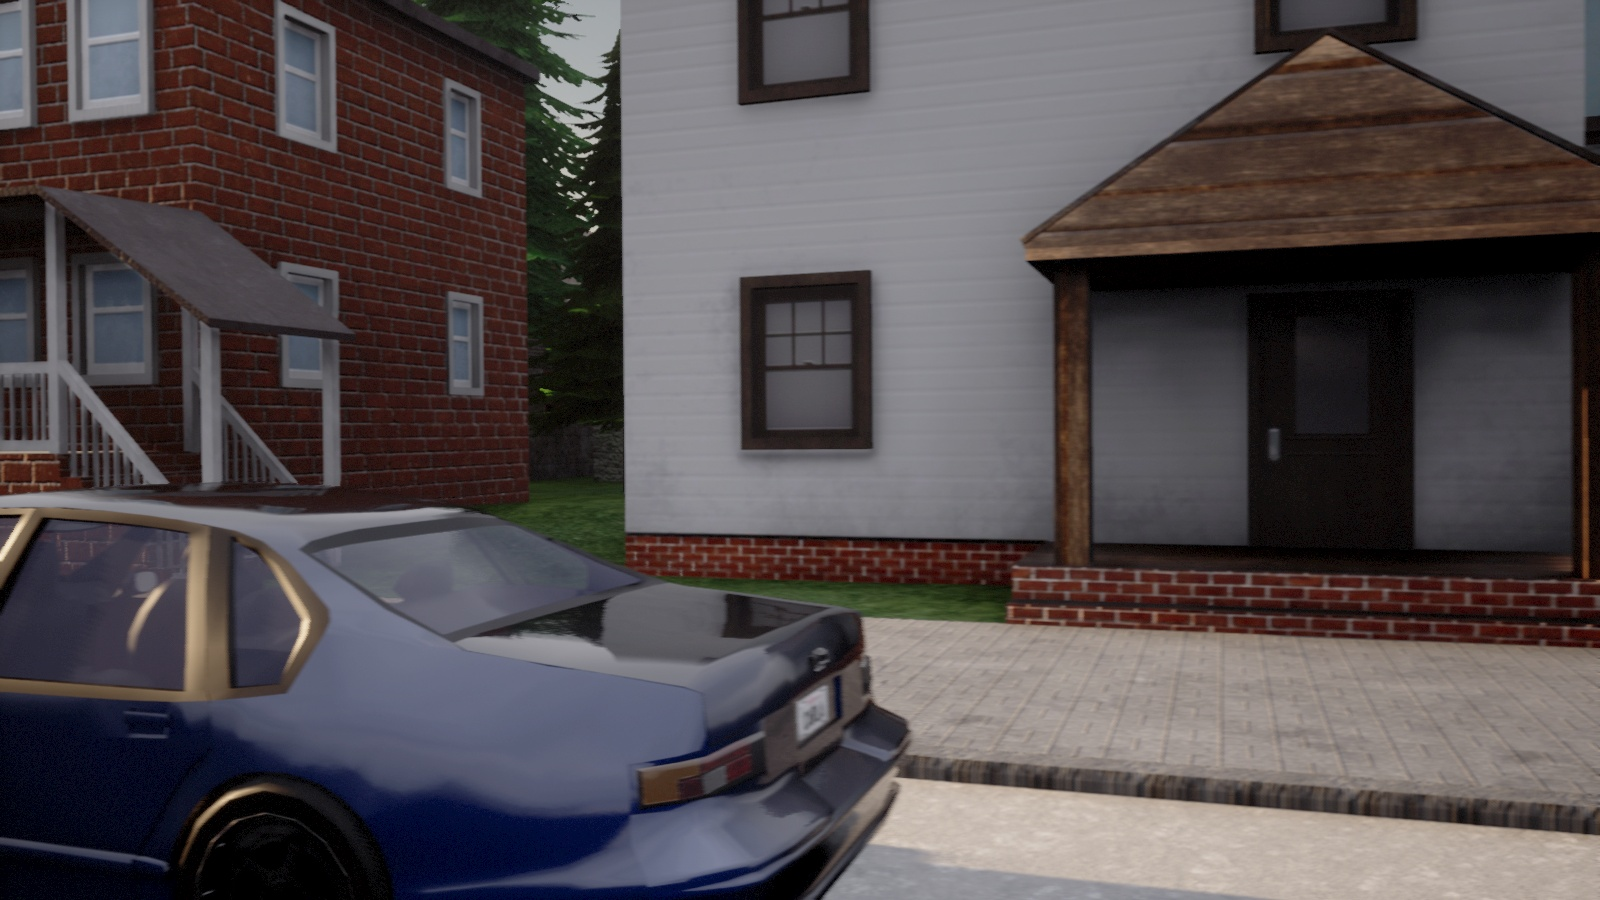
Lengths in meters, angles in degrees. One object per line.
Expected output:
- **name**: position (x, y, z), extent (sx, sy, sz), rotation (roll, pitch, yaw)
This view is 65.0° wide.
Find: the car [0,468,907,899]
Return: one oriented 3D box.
- **car**: position (-2.465, 0.813, 4.554), extent (5.357, 1.411, 2.033), rotation (0, 1, 19)
